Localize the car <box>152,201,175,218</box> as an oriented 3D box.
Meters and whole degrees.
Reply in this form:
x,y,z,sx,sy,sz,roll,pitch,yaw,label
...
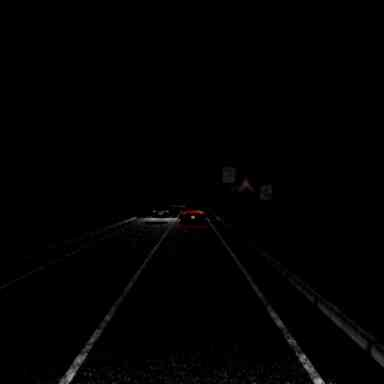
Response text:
x,y,z,sx,sy,sz,roll,pitch,yaw,label
-3.117,1.923,35.461,1.812,1.442,4.674,0,-1,0,car

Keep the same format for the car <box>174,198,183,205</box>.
x,y,z,sx,sy,sz,roll,pitch,yaw,label
-3.051,2.097,77.434,2.097,1.767,4.553,0,-1,0,car

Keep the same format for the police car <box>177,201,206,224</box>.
x,y,z,sx,sy,sz,roll,pitch,yaw,label
0.081,1.775,27.347,2.038,1.542,4.974,0,-1,0,police car
